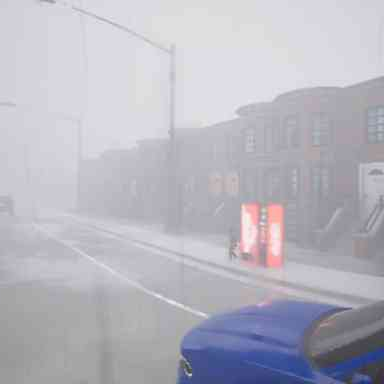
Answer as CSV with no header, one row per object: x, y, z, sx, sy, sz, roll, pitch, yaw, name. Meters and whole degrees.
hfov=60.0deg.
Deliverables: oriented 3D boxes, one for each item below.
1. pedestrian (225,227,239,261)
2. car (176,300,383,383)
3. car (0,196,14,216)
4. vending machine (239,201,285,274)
1.334,1.661,10.792,0.500,1.100,0.500,1,-1,-34,pedestrian
2.146,1.534,2.411,5.008,1.535,1.882,0,0,35,car
-19.526,1.385,34.006,2.150,2.045,5.566,1,-1,-32,car
2.173,1.339,10.391,1.100,2.100,0.880,1,-1,-36,vending machine
